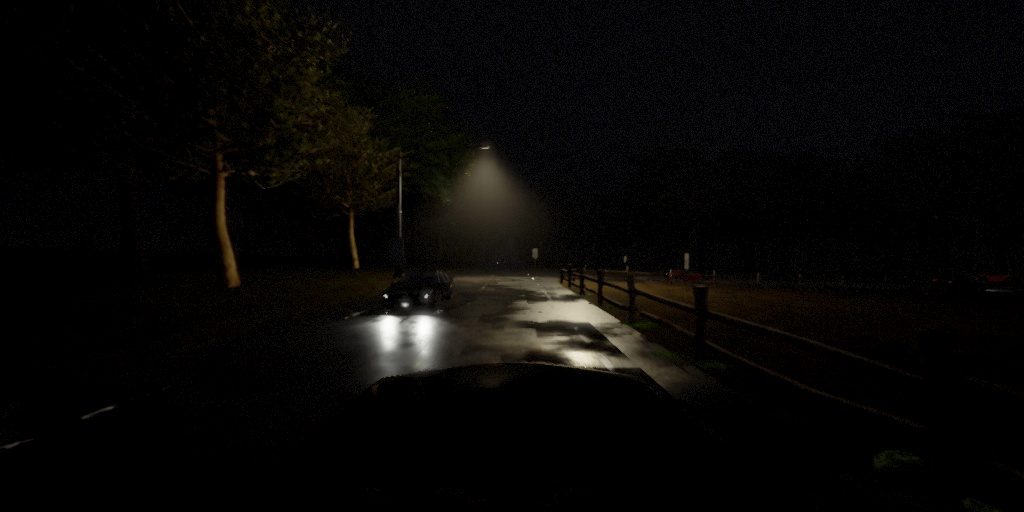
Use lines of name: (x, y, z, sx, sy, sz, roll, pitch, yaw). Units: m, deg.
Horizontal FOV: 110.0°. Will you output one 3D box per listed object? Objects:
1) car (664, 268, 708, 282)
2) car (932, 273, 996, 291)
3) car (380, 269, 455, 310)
car: (18.344, 1.991, 37.831, 4.181, 1.385, 1.994, 2, 2, 0)
car: (47.421, 2.849, 37.940, 4.181, 1.385, 1.994, 1, 2, 0)
car: (-3.577, 1.255, 14.672, 2.033, 1.411, 5.357, 0, 0, 0)
